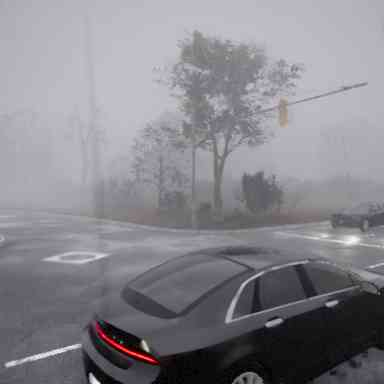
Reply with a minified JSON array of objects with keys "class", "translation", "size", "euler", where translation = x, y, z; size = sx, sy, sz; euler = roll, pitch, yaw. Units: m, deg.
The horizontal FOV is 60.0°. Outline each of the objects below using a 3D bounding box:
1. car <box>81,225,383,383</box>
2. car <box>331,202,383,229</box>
[{"class":"car","translation":[1.067,1.491,4.502],"size":[4.892,1.490,1.837],"euler":[-1,1,-36]},{"class":"car","translation":[10.328,1.382,19.943],"size":[5.008,1.535,1.882],"euler":[0,0,-35]}]
